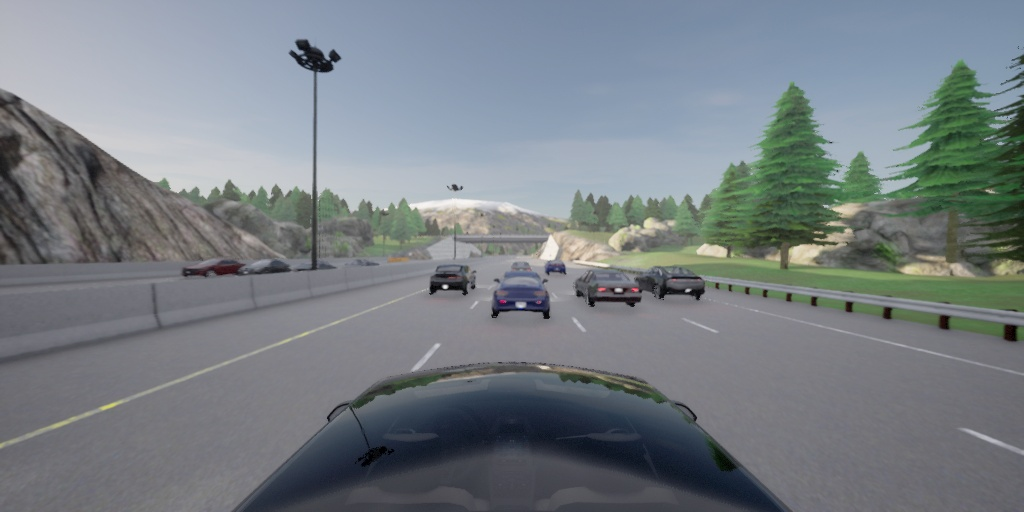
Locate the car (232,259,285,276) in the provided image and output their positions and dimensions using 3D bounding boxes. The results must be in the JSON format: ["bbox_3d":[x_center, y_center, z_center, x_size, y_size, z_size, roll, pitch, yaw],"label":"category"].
[{"bbox_3d":[-20.445,1.005,29.959,1.812,1.442,4.674,0,0,2],"label":"car"}]

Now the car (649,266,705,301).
[{"bbox_3d":[7.441,1.233,17.436,2.128,1.511,4.902,0,0,1],"label":"car"}]

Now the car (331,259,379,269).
[{"bbox_3d":[-13.393,1.019,31.645,2.128,1.511,4.902,0,0,2],"label":"car"}]

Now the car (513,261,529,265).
[{"bbox_3d":[0.766,1.181,31.323,2.033,1.411,5.357,0,0,1],"label":"car"}]

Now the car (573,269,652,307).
[{"bbox_3d":[3.895,1.270,15.403,2.033,1.411,5.357,0,0,1],"label":"car"}]

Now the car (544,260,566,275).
[{"bbox_3d":[4.402,1.115,37.085,1.882,1.535,5.008,0,0,1],"label":"car"}]

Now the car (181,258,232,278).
[{"bbox_3d":[-23.970,0.934,29.102,1.882,1.535,5.008,0,0,2],"label":"car"}]

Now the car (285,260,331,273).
[{"bbox_3d":[-16.921,1.067,30.777,1.994,1.385,4.181,0,0,2],"label":"car"}]

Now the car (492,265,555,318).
[{"bbox_3d":[0.311,1.233,12.677,1.812,1.442,4.674,0,0,1],"label":"car"}]

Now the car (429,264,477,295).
[{"bbox_3d":[-3.024,1.161,18.996,1.837,1.490,4.892,0,0,1],"label":"car"}]
